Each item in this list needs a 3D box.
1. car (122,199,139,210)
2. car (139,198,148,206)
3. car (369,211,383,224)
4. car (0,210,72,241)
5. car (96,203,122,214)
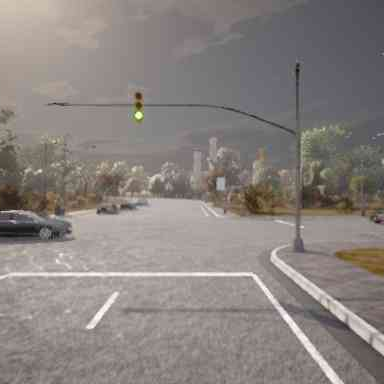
[{"bbox_3d":[-10.530,2.238,54.928,1.895,1.301,4.718,0,0,1],"label":"car"},{"bbox_3d":[-10.441,2.017,69.409,2.097,1.767,4.553,0,0,0],"label":"car"},{"bbox_3d":[16.186,1.873,25.897,4.181,1.385,1.994,0,-1,-3],"label":"car"},{"bbox_3d":[-8.818,1.744,17.394,4.892,1.490,1.837,0,-1,-3],"label":"car"},{"bbox_3d":[-10.549,2.065,41.809,1.994,1.385,4.181,0,-1,1],"label":"car"}]
